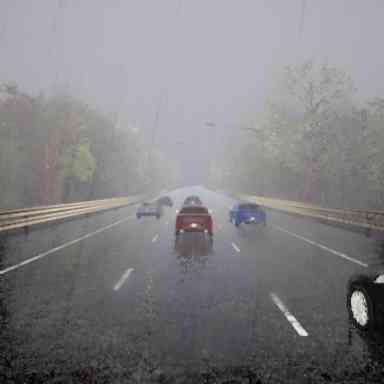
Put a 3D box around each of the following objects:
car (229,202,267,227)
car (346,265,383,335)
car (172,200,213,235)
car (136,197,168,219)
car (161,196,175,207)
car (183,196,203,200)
[{"bbox_3d":[3.599,1.411,22.113,1.882,1.535,5.008,0,0,0],"label":"car"},{"bbox_3d":[3.600,1.493,3.881,1.837,1.490,4.892,0,0,0],"label":"car"},{"bbox_3d":[0.099,1.423,18.338,1.882,1.535,5.008,0,0,0],"label":"car"},{"bbox_3d":[-3.428,1.454,27.860,2.033,1.411,5.357,0,0,0],"label":"car"},{"bbox_3d":[-3.445,1.235,44.321,1.837,1.490,4.892,0,1,0],"label":"car"},{"bbox_3d":[0.099,1.175,37.234,2.097,1.767,4.553,0,1,0],"label":"car"}]
